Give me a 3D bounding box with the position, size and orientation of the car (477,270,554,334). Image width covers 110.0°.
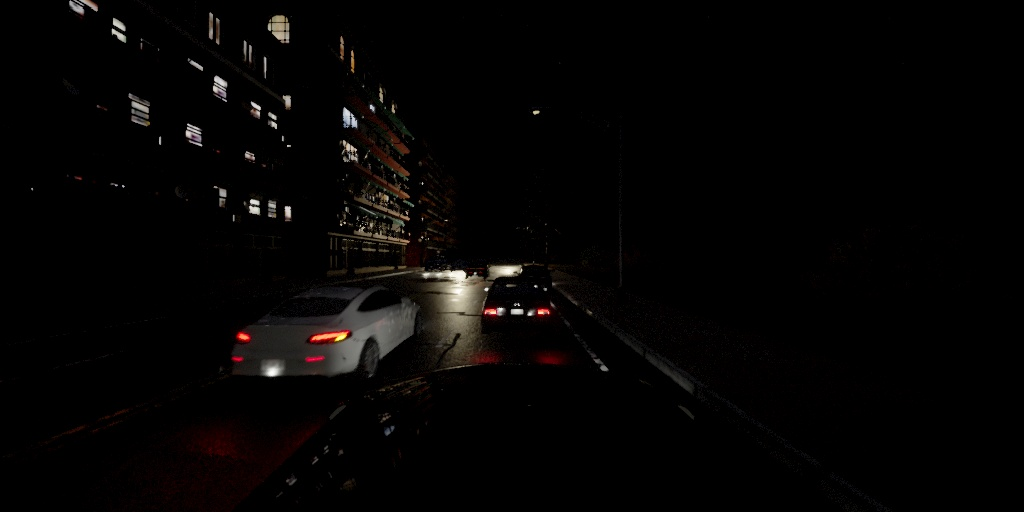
[{"bbox_3d":[0.117,1.299,10.568,2.033,1.411,5.357,0,0,0],"label":"car"}]

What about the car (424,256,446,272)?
[{"bbox_3d":[-9.765,0.972,46.286,2.150,2.045,5.566,0,0,0],"label":"car"}]

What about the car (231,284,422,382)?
[{"bbox_3d":[-3.143,1.277,7.030,1.812,1.442,4.674,0,0,0],"label":"car"}]

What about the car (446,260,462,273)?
[{"bbox_3d":[-6.518,1.228,44.743,1.882,1.535,5.008,0,0,0],"label":"car"}]

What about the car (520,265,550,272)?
[{"bbox_3d":[1.171,1.257,20.257,1.837,1.490,4.892,0,0,0],"label":"car"}]

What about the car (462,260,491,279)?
[{"bbox_3d":[-3.093,1.254,32.672,1.837,1.490,4.892,0,-1,0],"label":"car"}]
